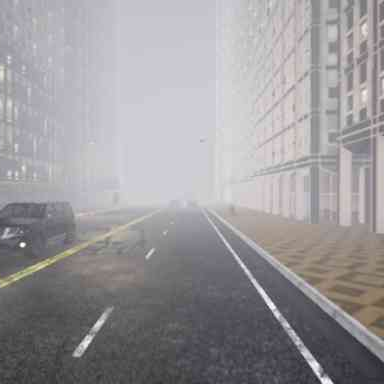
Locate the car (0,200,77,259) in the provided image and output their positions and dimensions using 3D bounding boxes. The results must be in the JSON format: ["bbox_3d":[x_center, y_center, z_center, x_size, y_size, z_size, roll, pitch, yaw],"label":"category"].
[{"bbox_3d":[-6.547,1.370,13.656,2.150,2.045,5.566,0,-1,0],"label":"car"}]

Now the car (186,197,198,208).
[{"bbox_3d":[0.000,2.104,60.869,1.882,1.535,5.008,0,-1,0],"label":"car"}]

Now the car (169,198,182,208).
[{"bbox_3d":[-3.250,2.174,60.868,2.033,1.411,5.357,0,-1,0],"label":"car"}]

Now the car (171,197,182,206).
[{"bbox_3d":[-3.250,1.992,71.261,2.097,1.767,4.553,0,-1,0],"label":"car"}]
